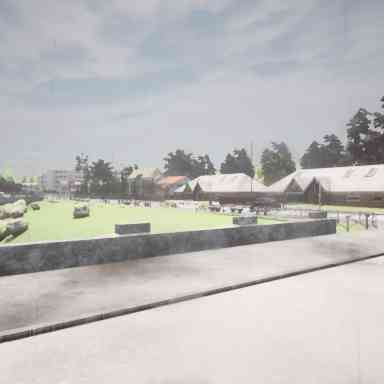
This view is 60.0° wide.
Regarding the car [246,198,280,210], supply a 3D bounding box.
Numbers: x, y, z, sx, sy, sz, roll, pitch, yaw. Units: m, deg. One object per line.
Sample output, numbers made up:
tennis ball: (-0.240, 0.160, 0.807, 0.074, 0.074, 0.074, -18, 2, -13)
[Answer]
car: (8.952, 1.505, 42.324, 1.837, 1.490, 4.892, 0, 0, -35)
